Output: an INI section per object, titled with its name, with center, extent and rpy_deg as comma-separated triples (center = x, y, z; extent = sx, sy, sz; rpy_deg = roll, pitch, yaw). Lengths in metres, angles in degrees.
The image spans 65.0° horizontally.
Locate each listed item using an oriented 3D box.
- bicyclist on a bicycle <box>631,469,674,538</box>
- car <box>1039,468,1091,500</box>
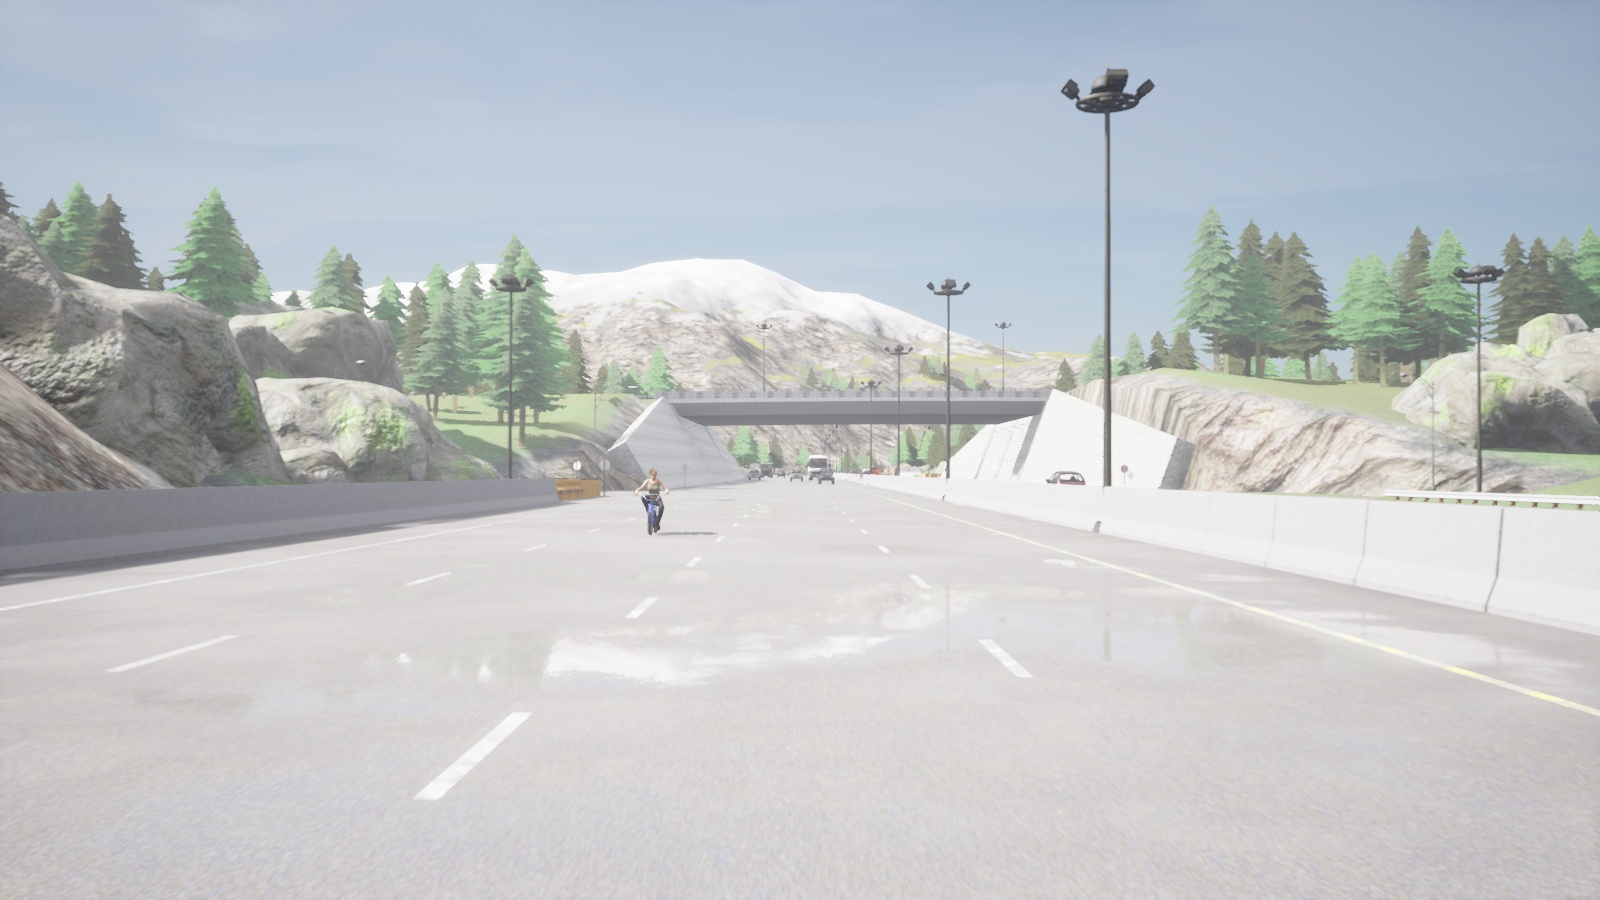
[bicyclist on a bicycle]
center = -3.566, 1.276, 30.476
extent = 0.866, 1.612, 1.509
rpy_deg = 0, -1, 0
[car]
center = 13.840, 1.760, 65.842
extent = 1.851, 1.617, 3.988
rpy_deg = 0, -1, 0
